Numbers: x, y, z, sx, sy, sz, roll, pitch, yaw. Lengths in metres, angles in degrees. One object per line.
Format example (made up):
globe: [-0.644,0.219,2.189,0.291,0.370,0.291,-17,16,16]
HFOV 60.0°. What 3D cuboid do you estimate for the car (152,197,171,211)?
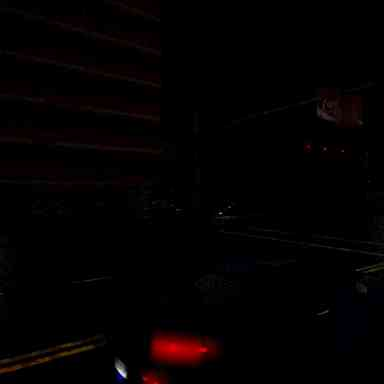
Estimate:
car: [-4.935,1.352,40.524,2.097,1.767,4.553,0,0,-36]

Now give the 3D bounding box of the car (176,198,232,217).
car: [1.040,1.548,32.223,2.033,1.411,5.357,0,0,-36]

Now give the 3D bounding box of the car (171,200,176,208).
car: [-3.703,1.564,44.817,1.994,1.385,4.181,0,0,-35]

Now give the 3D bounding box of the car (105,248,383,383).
car: [1.180,1.526,4.581,4.674,1.442,1.812,0,0,-36]

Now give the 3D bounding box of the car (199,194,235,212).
car: [2.265,1.223,36.512,2.150,2.045,5.566,0,0,-36]
